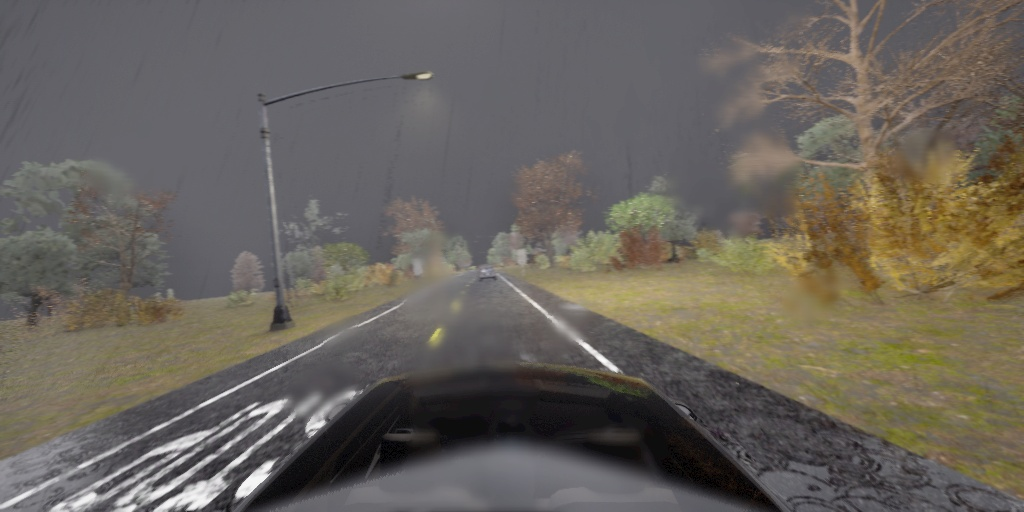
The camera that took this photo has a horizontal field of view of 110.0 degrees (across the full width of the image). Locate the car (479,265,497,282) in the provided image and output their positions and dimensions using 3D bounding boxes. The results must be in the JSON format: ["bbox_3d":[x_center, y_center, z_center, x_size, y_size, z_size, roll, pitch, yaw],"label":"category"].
[{"bbox_3d":[-2.635,1.972,38.773,2.033,1.411,5.357,-6,-1,-4],"label":"car"}]
